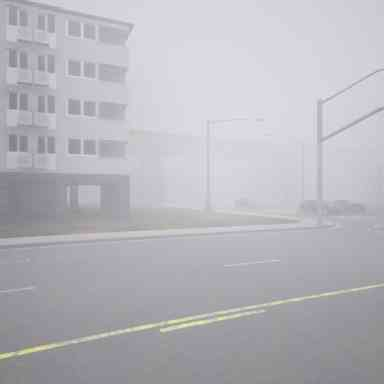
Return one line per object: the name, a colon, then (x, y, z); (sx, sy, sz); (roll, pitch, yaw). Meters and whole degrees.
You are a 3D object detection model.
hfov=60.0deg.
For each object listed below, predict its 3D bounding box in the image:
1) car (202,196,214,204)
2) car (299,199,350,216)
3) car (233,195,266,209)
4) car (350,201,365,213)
car: (3.118, 1.507, 64.822); (1.837, 1.490, 4.892); (0, -1, 10)
car: (12.926, 1.505, 33.439); (1.837, 1.490, 4.892); (0, 0, -25)
car: (7.517, 1.492, 45.020); (2.128, 1.511, 4.902); (0, 0, -25)
car: (15.856, 1.547, 35.906); (2.033, 1.411, 5.357); (0, 0, -25)
